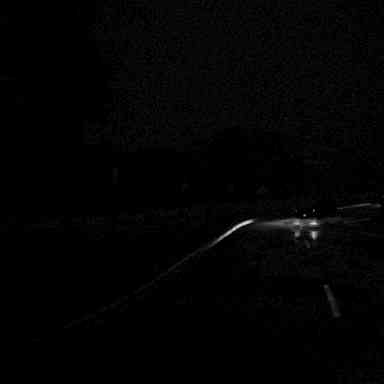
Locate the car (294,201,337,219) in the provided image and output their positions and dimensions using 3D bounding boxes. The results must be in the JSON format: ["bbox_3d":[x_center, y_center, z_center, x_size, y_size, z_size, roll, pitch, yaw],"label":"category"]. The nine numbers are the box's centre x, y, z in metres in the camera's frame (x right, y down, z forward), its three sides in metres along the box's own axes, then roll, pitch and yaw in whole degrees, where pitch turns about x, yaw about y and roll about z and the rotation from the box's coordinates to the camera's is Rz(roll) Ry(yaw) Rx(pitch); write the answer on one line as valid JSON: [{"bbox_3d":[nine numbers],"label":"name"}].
[{"bbox_3d":[10.347,1.474,27.798,1.895,1.301,4.718,-1,1,43],"label":"car"}]
